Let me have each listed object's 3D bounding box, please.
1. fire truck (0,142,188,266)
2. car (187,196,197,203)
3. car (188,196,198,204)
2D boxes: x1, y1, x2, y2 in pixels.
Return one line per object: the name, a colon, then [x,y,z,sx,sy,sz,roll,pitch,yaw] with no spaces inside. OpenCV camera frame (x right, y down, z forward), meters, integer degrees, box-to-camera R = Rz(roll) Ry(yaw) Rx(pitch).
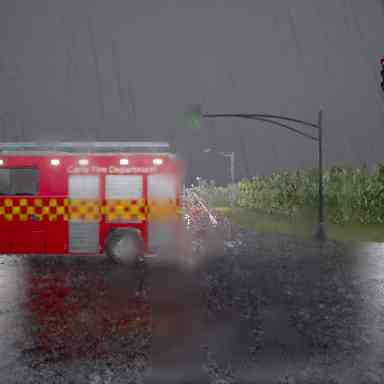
fire truck: [-4.487,0.342,11.363,8.468,3.827,2.891,0,0,-1]
car: [-0.003,1.463,69.431,1.994,1.385,4.181,0,0,0]
car: [-0.003,1.492,59.382,1.994,1.385,4.181,0,0,0]
